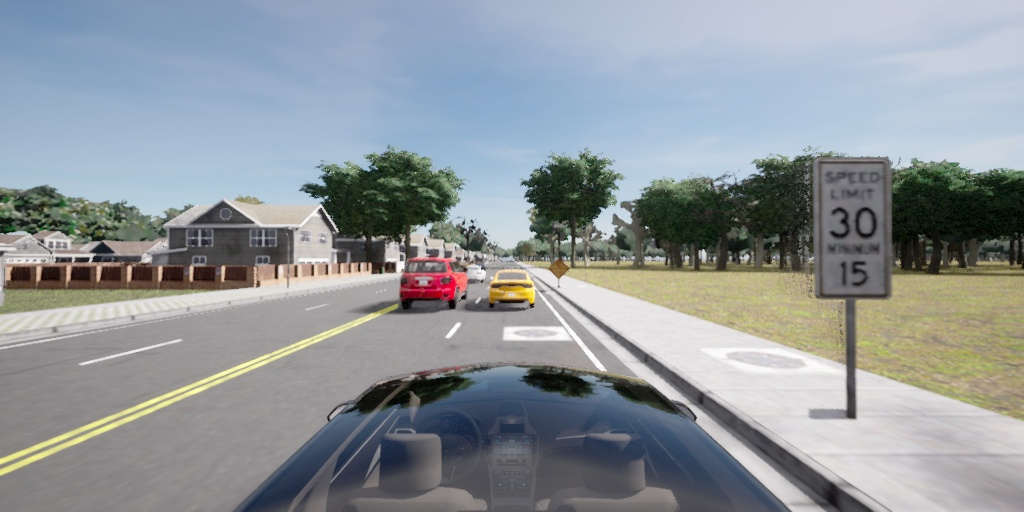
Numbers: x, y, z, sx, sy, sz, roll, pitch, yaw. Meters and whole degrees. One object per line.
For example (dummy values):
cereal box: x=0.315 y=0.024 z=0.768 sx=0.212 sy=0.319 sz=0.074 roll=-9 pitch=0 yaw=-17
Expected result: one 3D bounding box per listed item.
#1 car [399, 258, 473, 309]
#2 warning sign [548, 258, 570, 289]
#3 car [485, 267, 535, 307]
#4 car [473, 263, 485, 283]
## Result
car: x=-3.259 y=1.099 z=15.876 sx=2.150 sy=2.045 sz=5.566 roll=0 pitch=0 yaw=0
warning sign: x=2.837 y=1.053 z=21.694 sx=1.300 sy=1.860 sz=1.060 roll=0 pitch=0 yaw=0
car: x=-0.005 y=1.365 z=16.329 sx=1.882 sy=1.535 sz=5.008 roll=0 pitch=0 yaw=0
car: x=-3.265 y=1.553 z=31.240 sx=1.812 sy=1.442 sz=4.674 roll=0 pitch=0 yaw=0
